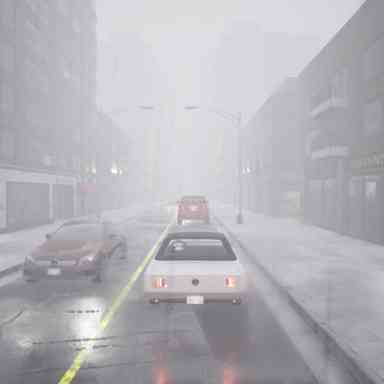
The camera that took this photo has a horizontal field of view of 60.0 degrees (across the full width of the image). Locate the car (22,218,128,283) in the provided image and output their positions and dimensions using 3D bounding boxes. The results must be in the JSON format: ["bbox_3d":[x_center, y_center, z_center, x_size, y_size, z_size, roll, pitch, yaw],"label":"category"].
[{"bbox_3d":[-3.090,1.525,9.759,1.812,1.442,4.674,0,0,0],"label":"car"}]

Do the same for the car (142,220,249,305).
[{"bbox_3d":[0.093,1.601,8.037,1.895,1.301,4.718,0,0,1],"label":"car"}]

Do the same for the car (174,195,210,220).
[{"bbox_3d":[0.092,1.224,24.172,2.150,2.045,5.566,0,0,0],"label":"car"}]

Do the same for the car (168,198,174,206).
[{"bbox_3d":[-3.024,1.639,55.450,1.895,1.301,4.718,0,0,0],"label":"car"}]
